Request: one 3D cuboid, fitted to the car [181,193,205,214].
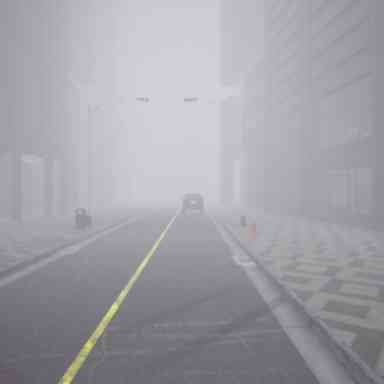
[{"bbox_3d":[0.101,1.141,34.136,2.150,2.045,5.566,0,0,0],"label":"car"}]
